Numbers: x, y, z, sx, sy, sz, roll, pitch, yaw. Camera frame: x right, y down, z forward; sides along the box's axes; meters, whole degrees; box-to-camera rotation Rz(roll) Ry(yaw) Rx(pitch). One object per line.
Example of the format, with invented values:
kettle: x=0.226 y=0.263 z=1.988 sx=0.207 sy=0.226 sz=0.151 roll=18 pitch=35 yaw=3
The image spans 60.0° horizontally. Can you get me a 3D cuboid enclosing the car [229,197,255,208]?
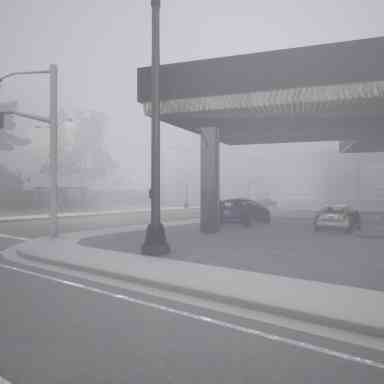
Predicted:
car: x=7.530 y=1.505 z=49.816 sx=1.837 sy=1.490 sz=4.892 roll=0 pitch=0 yaw=36

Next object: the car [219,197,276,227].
car: x=3.430 y=1.295 z=22.027 sx=2.242 sy=1.667 sz=4.611 roll=0 pitch=0 yaw=37

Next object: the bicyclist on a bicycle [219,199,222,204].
bicyclist on a bicycle: x=2.550 y=1.387 z=29.682 sx=0.582 sy=1.620 sz=1.656 roll=0 pitch=-9 yaw=-36

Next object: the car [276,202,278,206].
car: x=10.517 y=1.547 z=47.966 sx=2.033 sy=1.411 sz=5.357 roll=0 pitch=0 yaw=37

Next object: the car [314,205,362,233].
car: x=8.504 y=1.456 z=19.228 sx=1.970 sy=1.475 sz=3.806 roll=0 pitch=0 yaw=37
